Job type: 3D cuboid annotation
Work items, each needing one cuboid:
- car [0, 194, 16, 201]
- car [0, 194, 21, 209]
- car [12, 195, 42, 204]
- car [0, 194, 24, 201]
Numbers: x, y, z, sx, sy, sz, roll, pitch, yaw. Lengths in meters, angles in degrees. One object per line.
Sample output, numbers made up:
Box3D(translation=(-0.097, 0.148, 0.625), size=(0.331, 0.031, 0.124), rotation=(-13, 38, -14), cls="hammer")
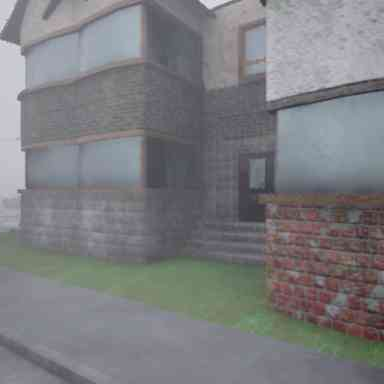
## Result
Box3D(translation=(-45.970, 1.297, 81.401), size=(2.007, 1.523, 4.514), rotation=(0, 0, 35), cls="car")
Box3D(translation=(-20.520, 1.286, 40.666), size=(2.007, 1.523, 4.514), rotation=(0, 0, 35), cls="car")
Box3D(translation=(-30.086, 1.273, 60.660), size=(2.007, 1.523, 4.514), rotation=(0, 0, 35), cls="car")
Box3D(translation=(-43.386, 1.290, 79.623), size=(2.152, 1.636, 5.027), rotation=(0, 0, 35), cls="car")
